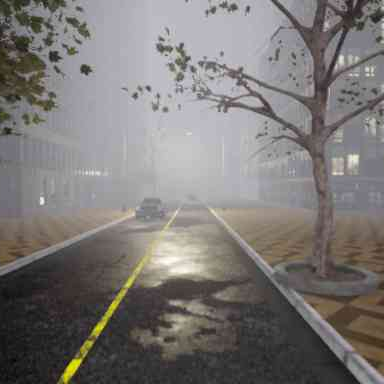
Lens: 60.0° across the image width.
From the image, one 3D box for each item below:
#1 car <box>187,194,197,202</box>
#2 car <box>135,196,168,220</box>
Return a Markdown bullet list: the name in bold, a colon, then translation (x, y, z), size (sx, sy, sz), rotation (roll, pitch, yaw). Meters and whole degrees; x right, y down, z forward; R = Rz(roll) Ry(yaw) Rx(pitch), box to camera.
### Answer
- **car**: translation (-0.040, 1.057, 60.945), size (1.837, 1.490, 4.892), rotation (0, 0, 0)
- **car**: translation (-3.052, 1.150, 25.763), size (2.097, 1.767, 4.553), rotation (0, 0, 1)
